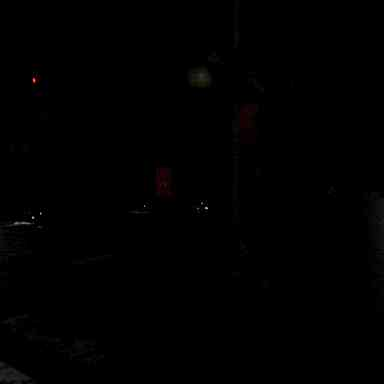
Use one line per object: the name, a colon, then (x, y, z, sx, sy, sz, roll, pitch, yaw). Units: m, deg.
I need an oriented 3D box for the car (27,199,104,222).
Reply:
car: (-8.935, 1.249, 24.030, 2.033, 1.411, 5.357, 0, 1, 35)

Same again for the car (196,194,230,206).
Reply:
car: (2.720, 0.896, 40.711, 2.033, 1.411, 5.357, 0, 1, 36)

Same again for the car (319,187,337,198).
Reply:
car: (25.027, 0.106, 61.006, 2.150, 2.045, 5.566, 0, 1, 35)

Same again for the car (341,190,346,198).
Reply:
car: (28.278, 0.378, 59.977, 1.837, 1.490, 4.892, 0, 1, 34)

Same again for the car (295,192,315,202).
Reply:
car: (16.713, 0.678, 49.080, 1.994, 1.385, 4.181, 0, 1, 35)

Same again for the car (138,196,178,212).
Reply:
car: (-3.227, 1.090, 32.197, 1.994, 1.385, 4.181, 0, 1, 35)
